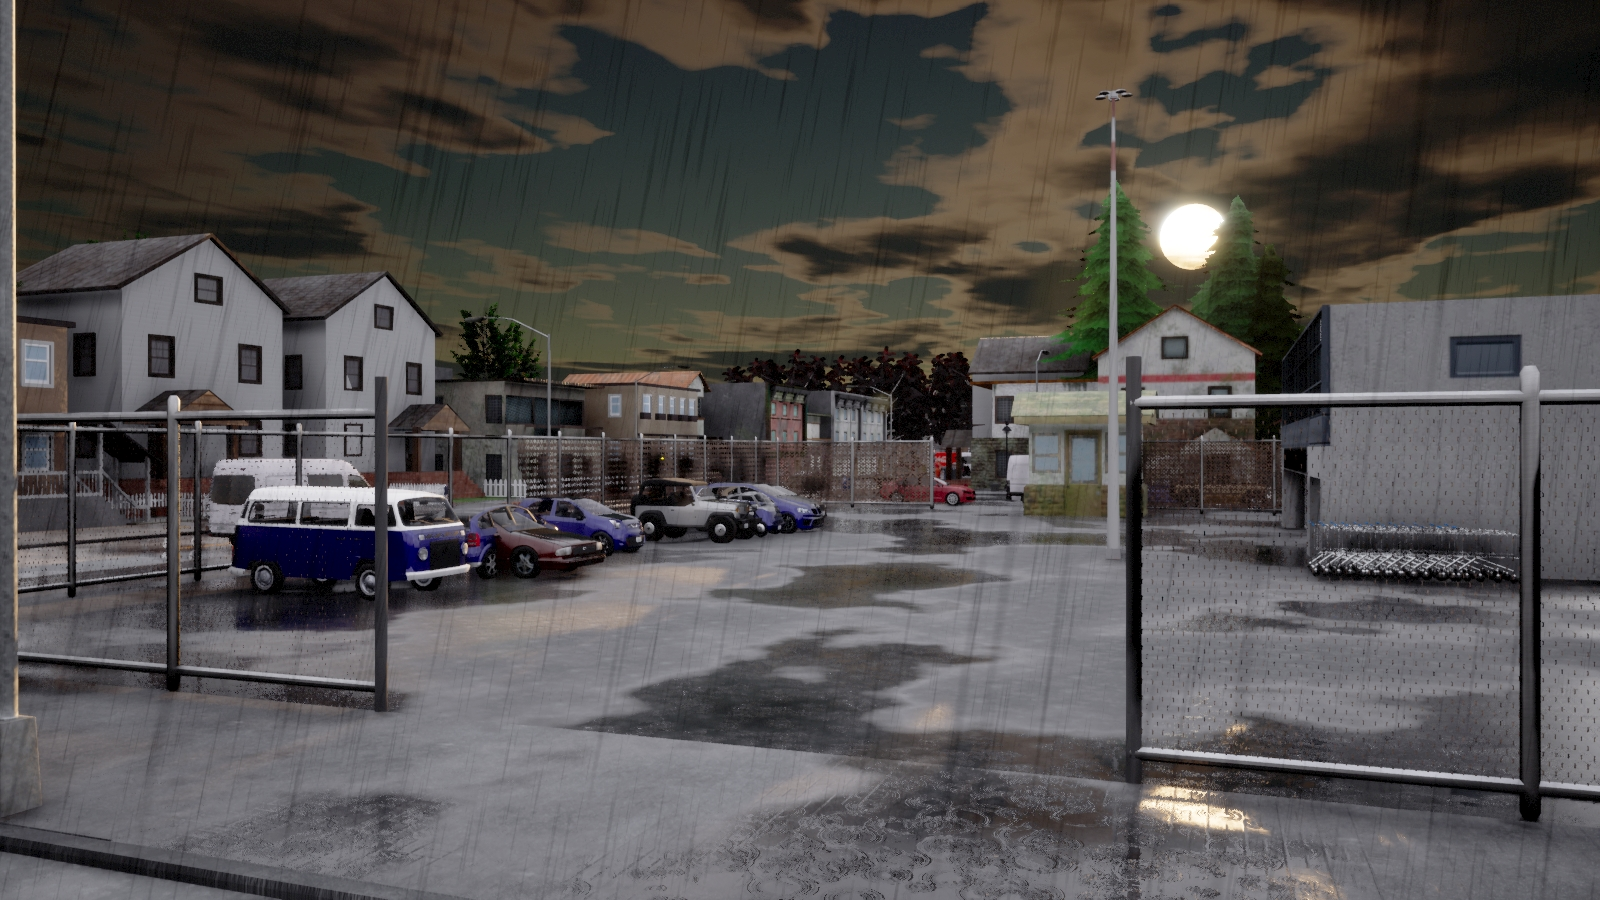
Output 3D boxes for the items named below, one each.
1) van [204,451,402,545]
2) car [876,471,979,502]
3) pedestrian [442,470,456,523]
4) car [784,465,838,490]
[{"bbox_3d":[-14.821,1.319,34.558,1.988,2.561,5.915,0,0,20],"label":"van"},{"bbox_3d":[6.523,1.843,58.394,4.892,1.480,2.231,0,0,19],"label":"car"},{"bbox_3d":[-12.426,1.633,40.446,0.375,1.860,0.375,0,0,6],"label":"pedestrian"},{"bbox_3d":[0.765,1.818,77.300,2.097,1.535,5.006,0,0,20],"label":"car"}]
